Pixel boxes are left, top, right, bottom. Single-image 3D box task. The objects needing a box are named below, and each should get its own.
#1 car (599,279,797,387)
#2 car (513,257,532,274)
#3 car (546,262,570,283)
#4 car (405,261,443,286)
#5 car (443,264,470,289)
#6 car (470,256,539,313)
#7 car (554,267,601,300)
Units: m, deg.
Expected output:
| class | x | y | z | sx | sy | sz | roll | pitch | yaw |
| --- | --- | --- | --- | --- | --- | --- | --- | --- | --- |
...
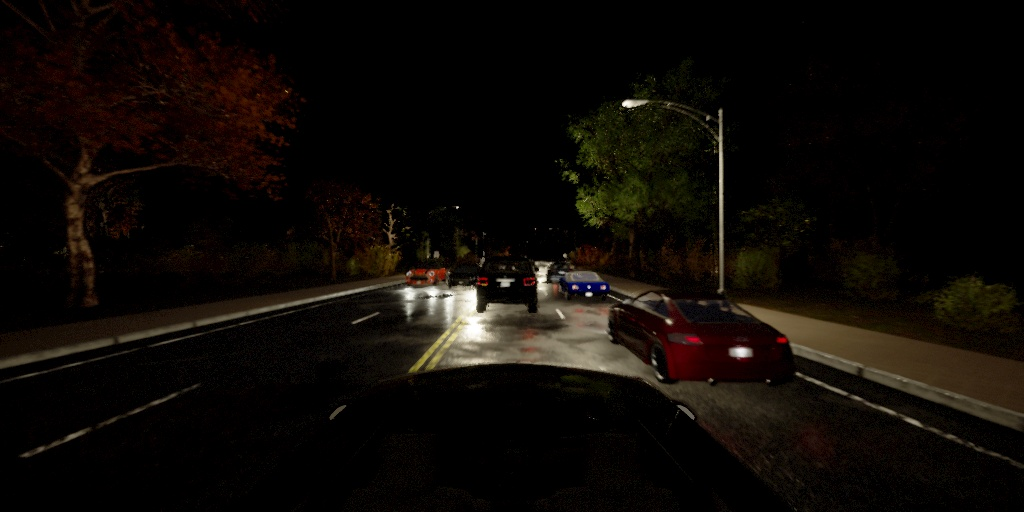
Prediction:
| class | x | y | z | sx | sy | sz | roll | pitch | yaw |
| --- | --- | --- | --- | --- | --- | --- | --- | --- | --- |
| car | 3.266 | 1.342 | 7.094 | 1.994 | 1.385 | 4.181 | 0 | 0 | 0 |
| car | 1.433 | 1.147 | 46.504 | 2.150 | 2.045 | 5.566 | 0 | 0 | 4 |
| car | 3.780 | 1.297 | 28.937 | 2.033 | 1.649 | 4.856 | 0 | 0 | 2 |
| car | -6.151 | 1.199 | 26.208 | 2.097 | 1.767 | 4.553 | 0 | 0 | 2 |
| car | -2.982 | 1.320 | 23.968 | 1.882 | 1.535 | 5.008 | 0 | 0 | 2 |
| car | -0.090 | 1.030 | 14.546 | 2.150 | 2.045 | 5.566 | 0 | 0 | 3 |
| car | 3.439 | 1.426 | 18.047 | 1.895 | 1.301 | 4.718 | 0 | 0 | 1 |
